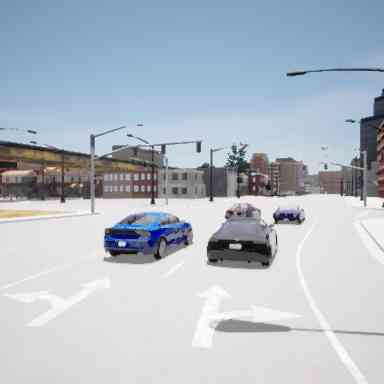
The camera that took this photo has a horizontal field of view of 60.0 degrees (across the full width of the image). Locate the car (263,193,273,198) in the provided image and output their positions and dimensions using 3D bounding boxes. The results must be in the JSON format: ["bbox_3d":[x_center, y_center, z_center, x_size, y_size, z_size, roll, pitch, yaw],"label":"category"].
[{"bbox_3d":[20.336,0.853,88.714,1.994,1.385,4.181,0,1,23],"label":"car"}]

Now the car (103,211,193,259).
[{"bbox_3d":[-1.438,1.484,12.803,1.882,1.535,5.008,0,0,18],"label":"car"}]

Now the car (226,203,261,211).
[{"bbox_3d":[4.106,1.560,26.198,2.033,1.411,5.357,0,0,23],"label":"car"}]

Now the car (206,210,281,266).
[{"bbox_3d":[1.894,1.571,11.732,1.994,1.385,4.181,0,0,18],"label":"car"}]

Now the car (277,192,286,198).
[{"bbox_3d":[23.550,0.800,87.328,1.837,1.490,4.892,0,1,23],"label":"car"}]

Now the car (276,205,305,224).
[{"bbox_3d":[7.334,1.614,24.844,1.895,1.301,4.718,0,0,23],"label":"car"}]
